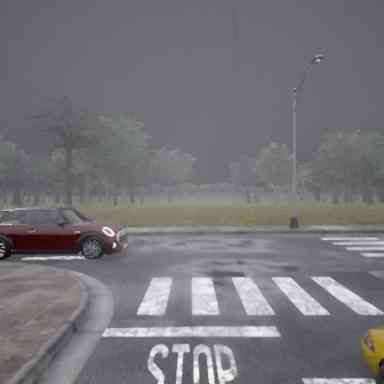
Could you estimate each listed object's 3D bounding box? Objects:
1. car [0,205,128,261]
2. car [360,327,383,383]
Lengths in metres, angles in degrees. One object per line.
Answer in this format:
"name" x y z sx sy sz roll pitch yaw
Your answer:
"car" -4.591 1.306 11.616 4.553 1.767 2.097 -1 0 0
"car" 2.634 1.515 1.619 1.752 1.417 4.829 0 0 0
